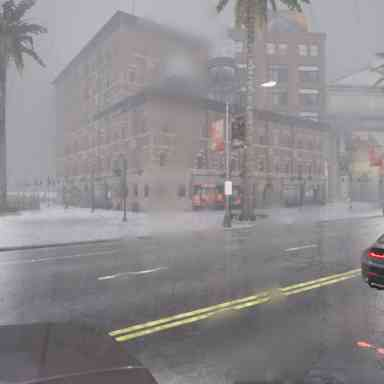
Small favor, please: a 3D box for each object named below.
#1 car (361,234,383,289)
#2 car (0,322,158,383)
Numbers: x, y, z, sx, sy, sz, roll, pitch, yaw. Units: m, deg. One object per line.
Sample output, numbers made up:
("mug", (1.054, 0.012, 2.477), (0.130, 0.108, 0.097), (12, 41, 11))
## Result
("car", (5.939, 1.503, 7.927), (4.892, 1.490, 1.837), (0, 0, -35))
("car", (-2.750, 1.548, 1.749), (5.357, 1.411, 2.033), (0, 0, -36))
